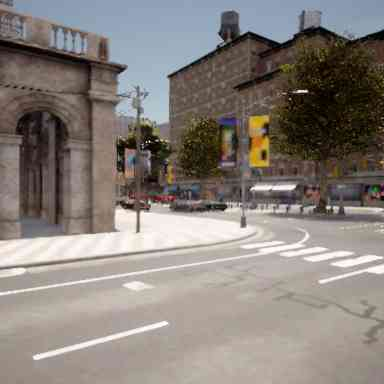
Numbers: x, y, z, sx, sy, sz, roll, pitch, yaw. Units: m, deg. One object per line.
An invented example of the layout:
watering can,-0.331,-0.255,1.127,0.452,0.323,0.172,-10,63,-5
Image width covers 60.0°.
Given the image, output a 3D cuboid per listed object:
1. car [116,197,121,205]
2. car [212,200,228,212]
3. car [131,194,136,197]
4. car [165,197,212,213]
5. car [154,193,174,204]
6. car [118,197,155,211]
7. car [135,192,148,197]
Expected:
car,-14.336,1.513,56.475,1.837,1.490,4.892,0,-1,-35
car,2.060,1.609,39.169,1.895,1.301,4.718,0,0,-35
car,-11.958,1.556,59.204,2.033,1.411,5.357,0,0,-35
car,-0.488,1.555,36.705,2.033,1.411,5.357,0,0,-35
car,-5.495,1.233,63.985,2.150,2.045,5.566,0,0,-35
car,-6.736,1.601,40.114,1.895,1.301,4.718,0,0,-35
car,-11.490,1.069,72.508,2.150,2.045,5.566,0,0,-35
